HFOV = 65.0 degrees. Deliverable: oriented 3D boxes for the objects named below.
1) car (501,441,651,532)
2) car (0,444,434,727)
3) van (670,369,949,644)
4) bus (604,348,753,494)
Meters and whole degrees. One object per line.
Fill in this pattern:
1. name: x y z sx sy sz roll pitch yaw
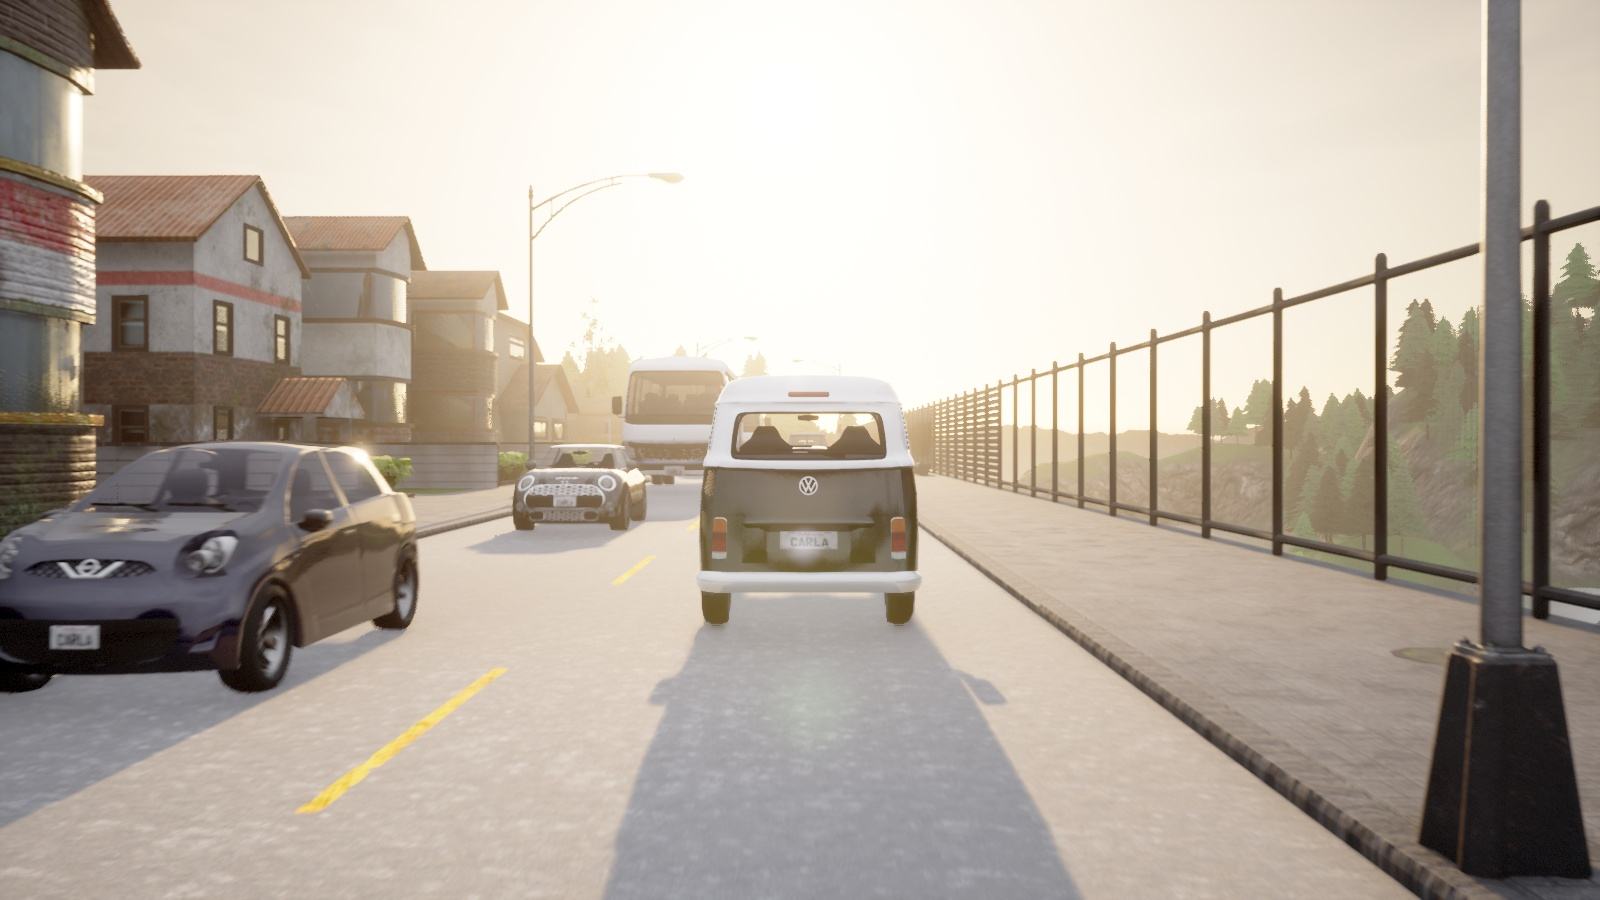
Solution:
1. car: -3.862 0.583 22.285 1.970 1.475 3.806 0 0 0
2. car: -3.938 0.709 8.489 1.845 1.501 3.633 0 0 0
3. van: 0.079 0.405 11.562 2.069 2.038 4.480 0 0 0
4. bus: -3.752 -0.868 41.828 3.944 4.253 10.273 0 0 0
